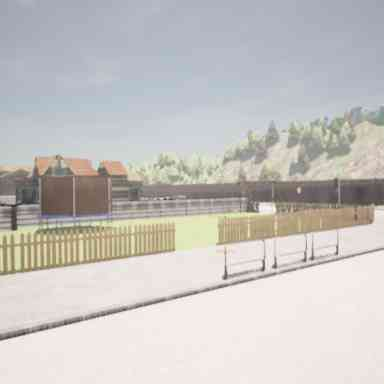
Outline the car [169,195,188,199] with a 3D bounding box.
[{"bbox_3d":[-1.799,1.177,49.985,2.033,1.411,5.357,-1,1,-35],"label":"car"}]
